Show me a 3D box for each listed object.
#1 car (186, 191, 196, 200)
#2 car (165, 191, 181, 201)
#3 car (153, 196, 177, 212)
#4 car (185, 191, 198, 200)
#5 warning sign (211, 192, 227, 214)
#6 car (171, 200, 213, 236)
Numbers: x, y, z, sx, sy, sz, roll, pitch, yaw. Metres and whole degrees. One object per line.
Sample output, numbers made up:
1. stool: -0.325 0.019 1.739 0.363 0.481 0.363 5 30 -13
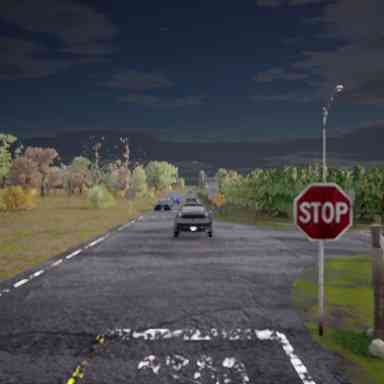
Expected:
1. car: -0.151 0.716 71.783 2.150 2.045 5.566 0 0 0
2. car: -2.941 0.904 50.989 2.150 2.045 5.566 0 0 0
3. car: -2.921 1.393 34.983 1.895 1.301 4.718 0 0 0
4. car: -0.129 1.109 61.338 1.837 1.490 4.892 0 0 0
5. warning sign: 2.386 0.942 29.308 1.300 1.860 1.060 0 0 0
6. car: 0.061 1.402 17.675 1.837 1.490 4.892 0 0 0
